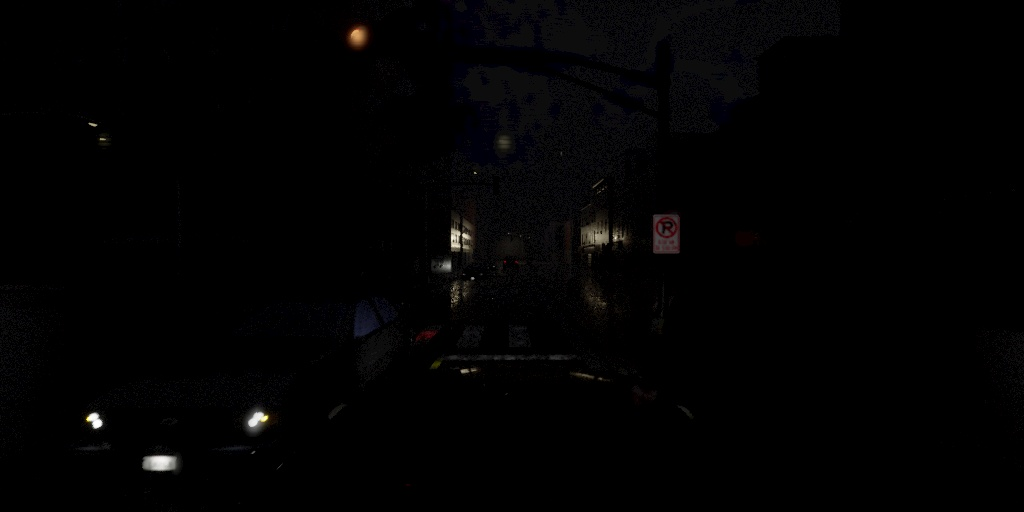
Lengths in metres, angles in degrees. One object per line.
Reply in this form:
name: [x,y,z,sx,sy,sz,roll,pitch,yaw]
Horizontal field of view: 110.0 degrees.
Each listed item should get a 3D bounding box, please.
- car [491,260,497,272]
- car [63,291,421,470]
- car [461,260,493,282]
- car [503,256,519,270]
car: [-3.015,1.266,47.466,1.837,1.490,4.892,0,-1,0]
car: [-2.866,1.297,5.580,2.033,1.411,5.357,0,0,0]
car: [-2.954,1.300,29.527,2.033,1.411,5.357,0,0,0]
car: [-0.194,0.984,52.552,2.150,2.045,5.566,0,0,0]
